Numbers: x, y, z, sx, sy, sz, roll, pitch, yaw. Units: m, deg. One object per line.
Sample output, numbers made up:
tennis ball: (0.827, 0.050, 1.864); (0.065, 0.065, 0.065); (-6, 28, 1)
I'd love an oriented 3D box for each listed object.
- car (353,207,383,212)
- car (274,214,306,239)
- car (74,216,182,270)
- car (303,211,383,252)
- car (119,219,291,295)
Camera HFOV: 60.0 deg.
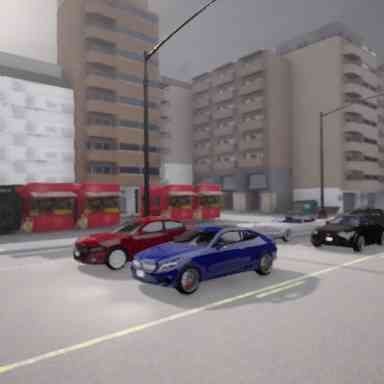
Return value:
car: (13.064, 1.890, 24.898); (4.892, 1.490, 1.837); (1, -1, -41)
car: (5.347, 1.870, 18.147); (4.718, 1.301, 1.895); (1, -1, -41)
car: (-1.676, 1.666, 11.991); (5.008, 1.535, 1.882); (1, -1, -41)
car: (7.164, 1.776, 15.083); (4.181, 1.385, 1.994); (1, -1, -42)
car: (0.563, 1.666, 9.322); (4.674, 1.442, 1.812); (1, -1, -40)
